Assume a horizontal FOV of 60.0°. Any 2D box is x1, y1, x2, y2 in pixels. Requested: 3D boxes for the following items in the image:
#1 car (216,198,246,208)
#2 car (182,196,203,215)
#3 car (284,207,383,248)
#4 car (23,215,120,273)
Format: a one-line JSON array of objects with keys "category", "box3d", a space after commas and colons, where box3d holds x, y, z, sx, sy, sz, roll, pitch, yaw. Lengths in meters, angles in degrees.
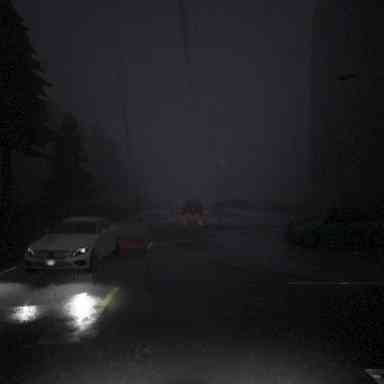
[{"category": "car", "box3d": [5.511, 1.550, 47.234, 4.181, 1.381, 1.994, 0, 0, -1]}, {"category": "car", "box3d": [0.066, 1.478, 33.545, 1.882, 1.535, 5.008, 0, 0, 0]}, {"category": "car", "box3d": [6.029, 1.483, 14.226, 3.988, 1.617, 1.851, 0, 0, -1]}, {"category": "car", "box3d": [-3.580, 1.526, 10.787, 1.812, 1.442, 4.674, 0, 0, 0]}]
